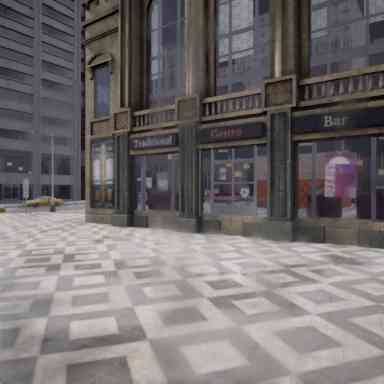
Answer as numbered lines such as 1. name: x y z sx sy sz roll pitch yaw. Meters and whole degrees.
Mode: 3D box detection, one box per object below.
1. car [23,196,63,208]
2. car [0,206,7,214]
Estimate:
1. car: -18.577 1.145 41.619 1.752 1.417 4.829 1 2 36
2. car: -18.097 1.342 27.718 1.752 1.417 4.829 1 2 36
